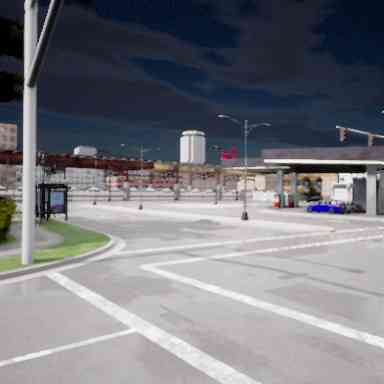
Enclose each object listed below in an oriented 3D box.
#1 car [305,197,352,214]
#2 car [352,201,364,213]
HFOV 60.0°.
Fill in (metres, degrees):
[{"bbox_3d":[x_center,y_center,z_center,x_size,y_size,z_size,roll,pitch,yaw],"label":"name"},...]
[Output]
[{"bbox_3d":[15.931,1.721,39.577,2.242,1.667,4.611,1,0,-35],"label":"car"},{"bbox_3d":[20.194,1.950,43.500,1.970,1.475,3.806,1,0,-35],"label":"car"}]
